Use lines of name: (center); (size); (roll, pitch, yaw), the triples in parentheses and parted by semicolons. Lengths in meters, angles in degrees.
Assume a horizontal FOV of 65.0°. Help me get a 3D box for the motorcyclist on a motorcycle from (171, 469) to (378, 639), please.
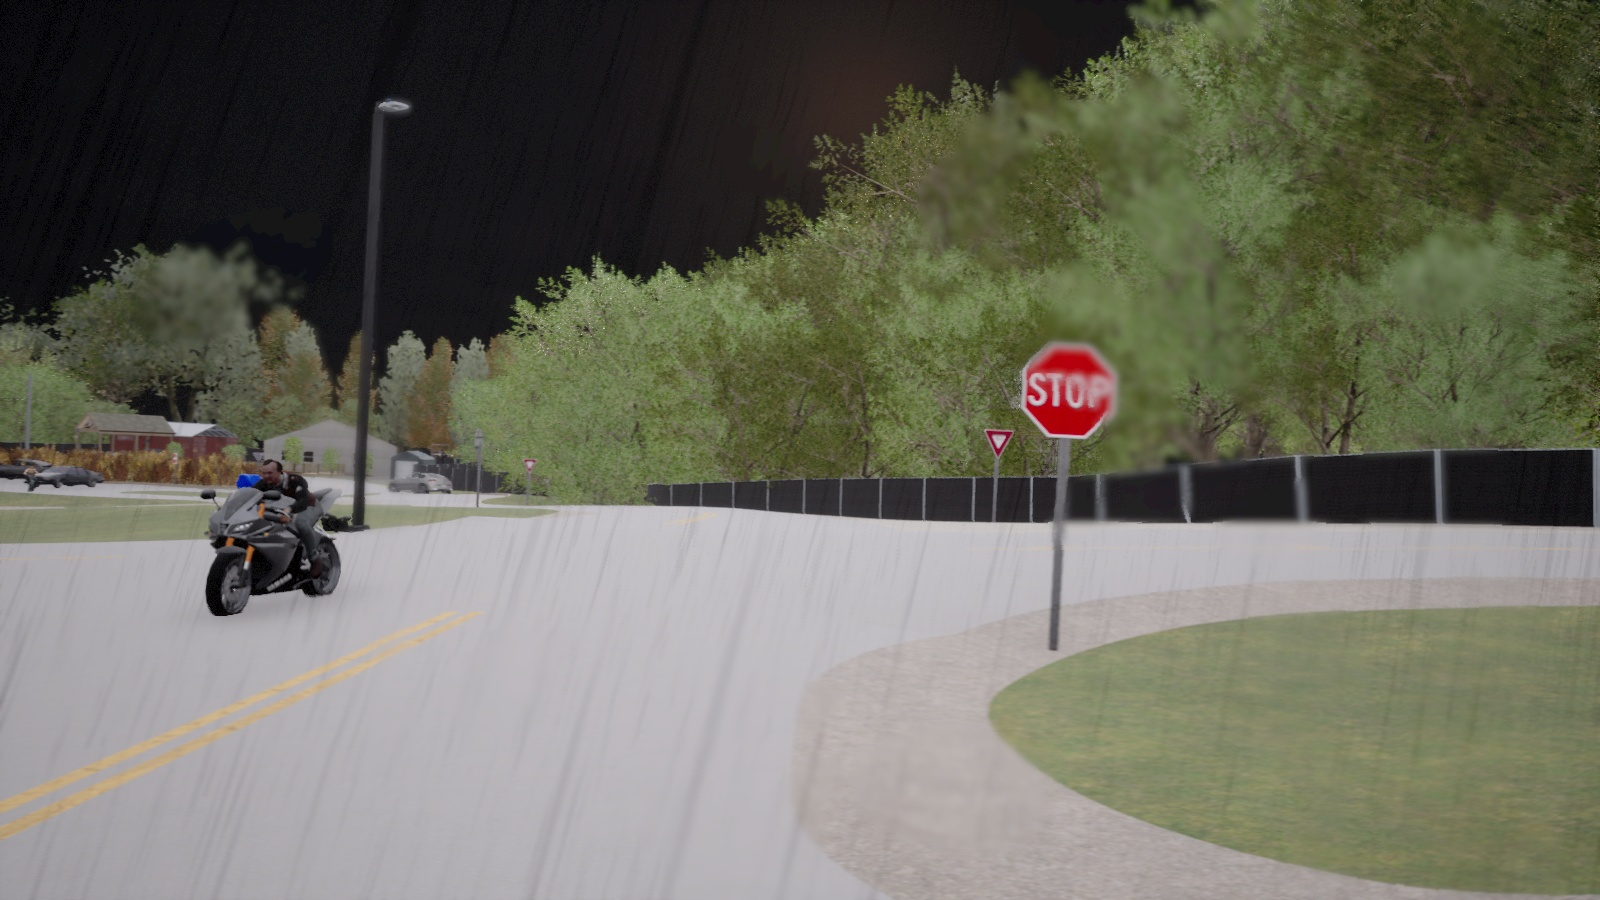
motorcyclist on a motorcycle: (-5.284, 0.992, 12.832); (0.866, 1.530, 2.191); (-1, 0, 11)

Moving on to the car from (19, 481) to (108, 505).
car: (-47.729, 2.772, 81.530); (2.033, 1.411, 5.357); (1, -1, 9)

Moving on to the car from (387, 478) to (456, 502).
car: (-27.241, 2.902, 90.418); (5.027, 1.651, 2.152); (-3, -3, 36)
